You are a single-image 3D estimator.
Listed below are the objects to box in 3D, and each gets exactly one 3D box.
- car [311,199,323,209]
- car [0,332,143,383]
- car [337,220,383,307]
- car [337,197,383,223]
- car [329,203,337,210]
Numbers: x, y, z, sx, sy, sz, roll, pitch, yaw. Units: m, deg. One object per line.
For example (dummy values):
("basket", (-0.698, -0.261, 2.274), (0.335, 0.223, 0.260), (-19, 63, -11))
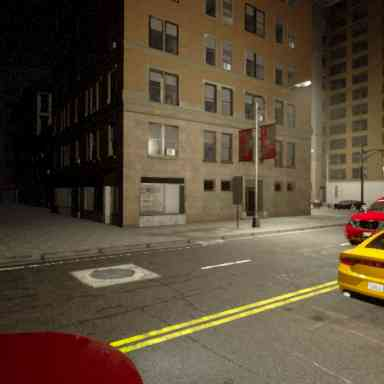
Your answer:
("car", (15.510, 1.571, 44.902), (2.008, 1.369, 4.403), (0, 0, -35))
("car", (-2.462, 1.526, 1.682), (4.674, 1.442, 1.812), (0, 0, -36))
("car", (5.165, 1.476, 7.145), (5.008, 1.535, 1.882), (0, 0, -35))
("car", (8.749, 1.219, 13.960), (5.566, 2.045, 2.150), (0, 0, -36))
("car", (18.788, 1.586, 40.285), (1.947, 1.339, 4.313), (0, 0, -35))
